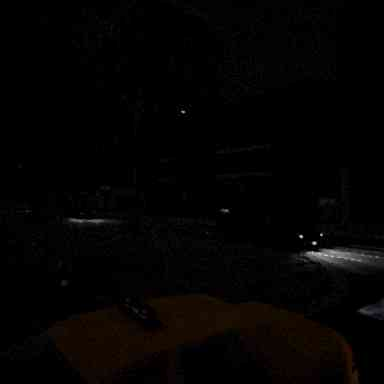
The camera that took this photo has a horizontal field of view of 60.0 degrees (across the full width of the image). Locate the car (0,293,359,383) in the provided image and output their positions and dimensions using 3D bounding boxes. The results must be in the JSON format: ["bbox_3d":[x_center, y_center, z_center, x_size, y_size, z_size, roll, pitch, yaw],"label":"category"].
[{"bbox_3d":[-0.628,1.529,2.414,4.829,1.417,1.752,0,1,-37],"label":"car"}]

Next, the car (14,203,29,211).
[{"bbox_3d":[-31.838,2.747,62.103,1.882,1.535,5.008,2,-2,-37],"label":"car"}]

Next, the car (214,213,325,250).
[{"bbox_3d":[3.298,1.696,15.411,2.033,1.411,5.357,2,-2,-37],"label":"car"}]

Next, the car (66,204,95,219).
[{"bbox_3d":[-12.045,2.095,35.804,1.882,1.535,5.008,2,-2,-37],"label":"car"}]
